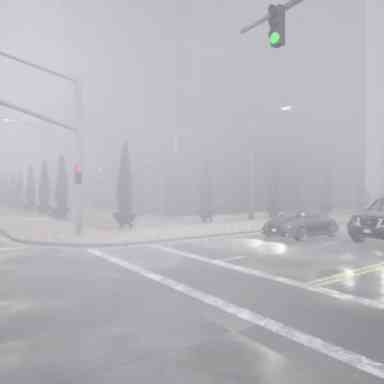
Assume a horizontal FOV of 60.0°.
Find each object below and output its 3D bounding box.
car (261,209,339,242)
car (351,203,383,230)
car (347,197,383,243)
[{"bbox_3d":[5.401,1.564,16.475,4.181,1.385,1.994,0,0,-36],"label":"car"},{"bbox_3d":[12.434,1.508,21.500,4.674,1.442,1.812,0,0,-36],"label":"car"},{"bbox_3d":[9.350,1.217,14.986,5.566,2.045,2.150,0,0,-34],"label":"car"}]
